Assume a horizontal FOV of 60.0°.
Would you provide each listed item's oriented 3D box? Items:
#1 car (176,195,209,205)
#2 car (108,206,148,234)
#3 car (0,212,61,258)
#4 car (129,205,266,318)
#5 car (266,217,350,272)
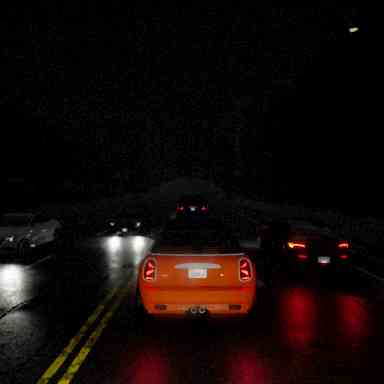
[{"bbox_3d":[0.046,1.195,24.028,2.150,2.045,5.566,0,0,0],"label":"car"},{"bbox_3d":[-3.391,1.528,19.418,2.033,1.411,5.357,0,0,0],"label":"car"},{"bbox_3d":[-6.627,1.514,12.862,1.812,1.442,4.674,0,0,0],"label":"car"},{"bbox_3d":[0.082,1.346,7.546,2.097,1.767,4.553,0,0,0],"label":"car"},{"bbox_3d":[3.333,1.517,10.592,1.812,1.442,4.674,0,0,1],"label":"car"}]
